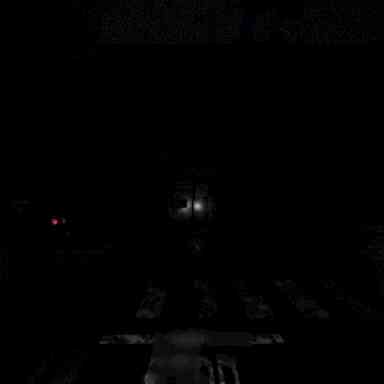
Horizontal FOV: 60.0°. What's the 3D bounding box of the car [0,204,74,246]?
[{"bbox_3d":[-7.641,1.305,14.361,4.553,1.767,2.097,0,0,0],"label":"car"}]
